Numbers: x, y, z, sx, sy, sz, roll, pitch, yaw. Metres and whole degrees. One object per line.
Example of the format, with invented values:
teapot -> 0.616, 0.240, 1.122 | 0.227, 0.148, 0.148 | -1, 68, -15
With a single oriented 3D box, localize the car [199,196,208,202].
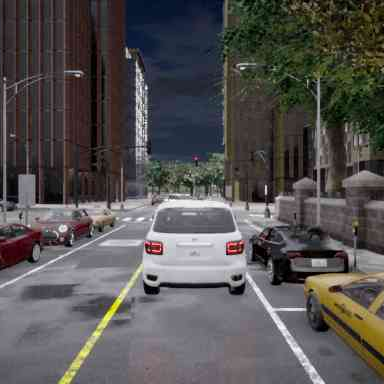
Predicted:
car -> 2.673, 1.571, 79.344 | 1.887, 1.381, 4.507 | 0, 0, 0

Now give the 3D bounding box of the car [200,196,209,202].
car -> 2.679, 1.568, 73.906 | 1.887, 1.381, 4.507 | 0, 0, 0

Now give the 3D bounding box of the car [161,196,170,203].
car -> -5.846, 1.548, 73.727 | 1.752, 1.417, 4.829 | 0, 0, 0

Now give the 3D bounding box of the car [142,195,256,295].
car -> 0.056, 1.222, 8.863 | 2.150, 2.045, 5.566 | 0, 0, 0

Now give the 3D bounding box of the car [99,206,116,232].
car -> -5.787, 1.527, 20.006 | 1.752, 1.417, 4.829 | 0, 0, 0

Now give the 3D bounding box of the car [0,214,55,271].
car -> -5.775, 1.545, 9.262 | 1.887, 1.381, 4.507 | 0, 0, 0

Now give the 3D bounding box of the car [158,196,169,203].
car -> -5.840, 1.601, 68.459 | 1.802, 1.307, 4.206 | 0, 0, 0

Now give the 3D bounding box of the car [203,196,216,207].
car -> 2.703, 1.451, 52.156 | 1.967, 1.590, 4.097 | 0, 0, 0

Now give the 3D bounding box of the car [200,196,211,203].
car -> 2.685, 1.570, 68.468 | 2.008, 1.369, 4.403 | 0, 0, 0

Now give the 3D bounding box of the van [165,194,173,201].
van -> -5.858, 1.371, 84.772 | 1.690, 1.788, 3.998 | 0, 0, 0

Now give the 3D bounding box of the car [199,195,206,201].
car -> 2.667, 1.556, 84.951 | 1.752, 1.417, 4.829 | 0, 0, 0

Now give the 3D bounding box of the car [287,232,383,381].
car -> 2.756, 1.525, 3.987 | 1.752, 1.417, 4.829 | 0, 0, 0

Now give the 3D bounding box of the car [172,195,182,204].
car -> -3.083, 1.498, 68.354 | 1.882, 1.535, 5.008 | 0, 1, 0

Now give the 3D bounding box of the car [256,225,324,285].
car -> 2.750, 1.566, 9.274 | 1.947, 1.339, 4.313 | 0, 0, 0

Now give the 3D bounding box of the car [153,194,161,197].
car -> -5.828, 1.329, 57.584 | 2.192, 1.841, 5.009 | 0, 0, 0

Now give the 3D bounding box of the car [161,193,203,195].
car -> -1.115, 1.230, 36.916 | 2.150, 2.045, 5.566 | 0, 0, -28

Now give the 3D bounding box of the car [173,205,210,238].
car -> 0.003, 1.527, 18.508 | 1.812, 1.442, 4.674 | 0, 0, 0

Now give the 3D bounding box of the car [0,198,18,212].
car -> -19.177, 1.160, 31.618 | 4.892, 1.490, 1.837 | 1, 0, 0

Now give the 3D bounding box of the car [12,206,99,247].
car -> -5.781, 1.441, 14.720 | 1.967, 1.590, 4.097 | 0, 0, 0

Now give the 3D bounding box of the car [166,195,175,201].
car -> -5.864, 1.585, 90.210 | 2.008, 1.369, 4.403 | 0, 0, 0
